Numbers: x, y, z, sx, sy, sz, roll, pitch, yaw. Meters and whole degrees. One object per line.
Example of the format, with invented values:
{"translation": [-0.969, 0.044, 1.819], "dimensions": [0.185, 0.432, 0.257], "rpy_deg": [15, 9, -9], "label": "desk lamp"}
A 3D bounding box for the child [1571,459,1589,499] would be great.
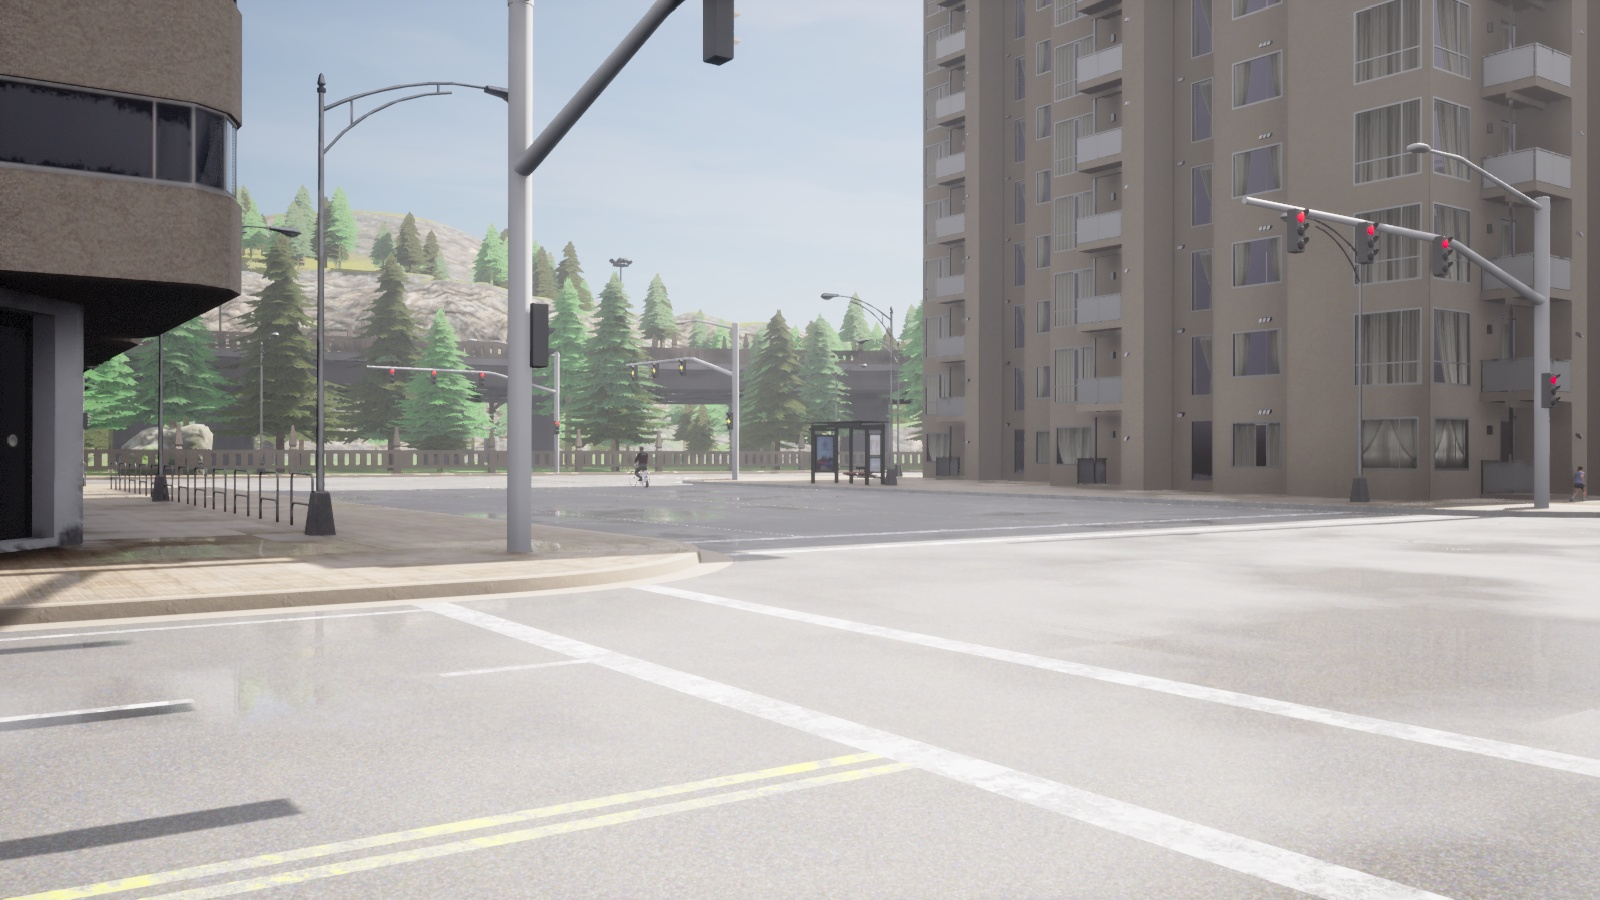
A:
{"translation": [22.011, 0.823, 35.439], "dimensions": [0.394, 1.110, 0.255], "rpy_deg": [0, 0, -28], "label": "child"}
